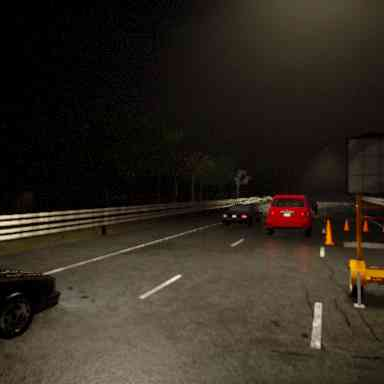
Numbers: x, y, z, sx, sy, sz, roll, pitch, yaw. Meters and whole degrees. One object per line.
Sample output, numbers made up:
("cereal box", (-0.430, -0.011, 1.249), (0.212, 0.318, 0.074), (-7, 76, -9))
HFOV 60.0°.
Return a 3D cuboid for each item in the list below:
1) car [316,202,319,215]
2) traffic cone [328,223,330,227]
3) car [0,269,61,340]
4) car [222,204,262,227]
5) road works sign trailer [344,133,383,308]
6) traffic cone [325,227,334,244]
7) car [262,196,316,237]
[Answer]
("car", (12.119, 1.481, 34.750), (1.882, 1.535, 5.008), (0, 0, 22))
("traffic cone", (6.724, 1.959, 16.314), (0.340, 0.580, 0.340), (0, 0, 22))
("car", (-4.137, 1.549, 3.903), (2.033, 1.411, 5.357), (0, 0, 22))
("car", (3.576, 1.552, 22.969), (2.033, 1.411, 5.357), (0, 0, 22))
("road works sign trailer", (4.727, 0.466, 7.413), (2.380, 3.560, 2.880), (0, 0, 22))
("traffic cone", (5.974, 1.959, 14.460), (0.340, 0.580, 0.340), (0, 0, 22))
("car", (5.596, 1.223, 18.645), (2.150, 2.045, 5.566), (0, 0, 21))
